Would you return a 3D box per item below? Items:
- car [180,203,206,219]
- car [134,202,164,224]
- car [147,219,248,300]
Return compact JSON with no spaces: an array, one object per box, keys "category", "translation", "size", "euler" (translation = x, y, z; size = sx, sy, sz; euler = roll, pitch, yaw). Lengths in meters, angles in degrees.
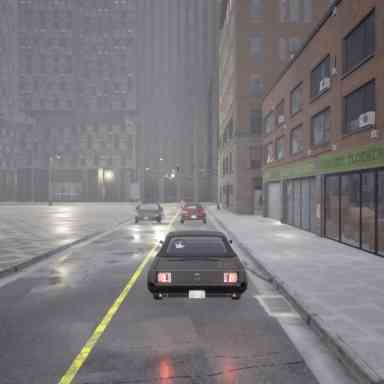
[{"category":"car","translation":[0.098,1.525,24.992],"size":[1.812,1.442,4.674],"euler":[0,0,0]},{"category":"car","translation":[-3.100,1.525,24.959],"size":[1.812,1.442,4.674],"euler":[0,0,0]},{"category":"car","translation":[0.098,1.601,8.350],"size":[1.895,1.301,4.718],"euler":[0,0,0]}]
